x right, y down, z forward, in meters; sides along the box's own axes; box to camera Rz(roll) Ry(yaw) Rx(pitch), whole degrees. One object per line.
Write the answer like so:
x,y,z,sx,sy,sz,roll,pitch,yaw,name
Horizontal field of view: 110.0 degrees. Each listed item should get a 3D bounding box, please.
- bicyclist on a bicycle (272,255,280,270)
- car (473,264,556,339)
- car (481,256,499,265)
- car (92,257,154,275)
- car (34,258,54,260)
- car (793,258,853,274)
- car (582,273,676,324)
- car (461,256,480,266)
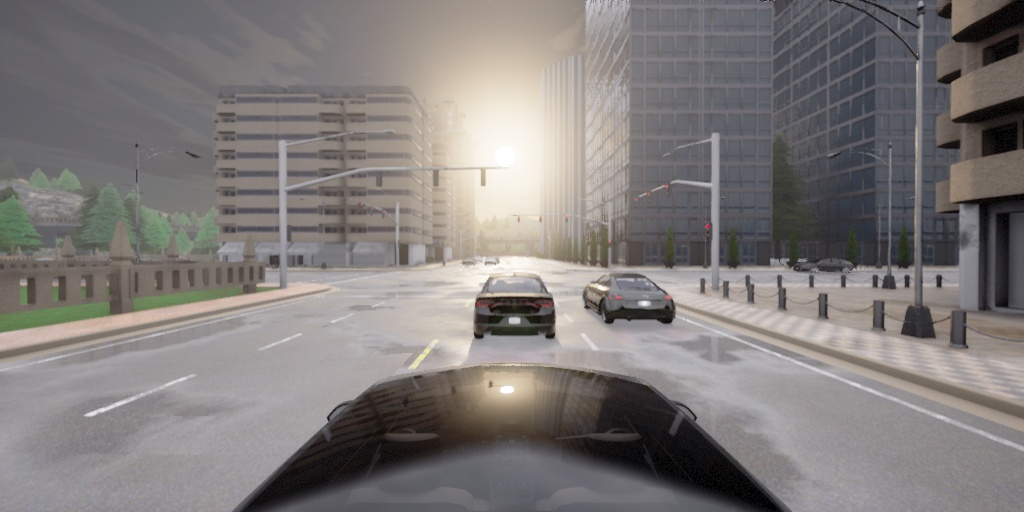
-26.084,0.699,39.841,0.582,1.620,1.656,0,1,7,bicyclist on a bicycle
0.068,1.164,9.881,1.882,1.535,5.008,0,0,0,car
-3.562,0.829,59.211,1.812,1.442,4.674,0,0,0,car
-31.959,1.009,29.011,4.674,1.442,1.812,0,1,14,car
-49.062,0.942,37.628,4.674,1.442,1.812,0,1,41,car
29.937,0.943,34.583,4.892,1.490,1.837,0,0,0,car
3.577,1.236,11.660,1.994,1.385,4.181,0,0,0,car
-7.060,0.852,58.986,2.033,1.411,5.357,0,0,1,car
